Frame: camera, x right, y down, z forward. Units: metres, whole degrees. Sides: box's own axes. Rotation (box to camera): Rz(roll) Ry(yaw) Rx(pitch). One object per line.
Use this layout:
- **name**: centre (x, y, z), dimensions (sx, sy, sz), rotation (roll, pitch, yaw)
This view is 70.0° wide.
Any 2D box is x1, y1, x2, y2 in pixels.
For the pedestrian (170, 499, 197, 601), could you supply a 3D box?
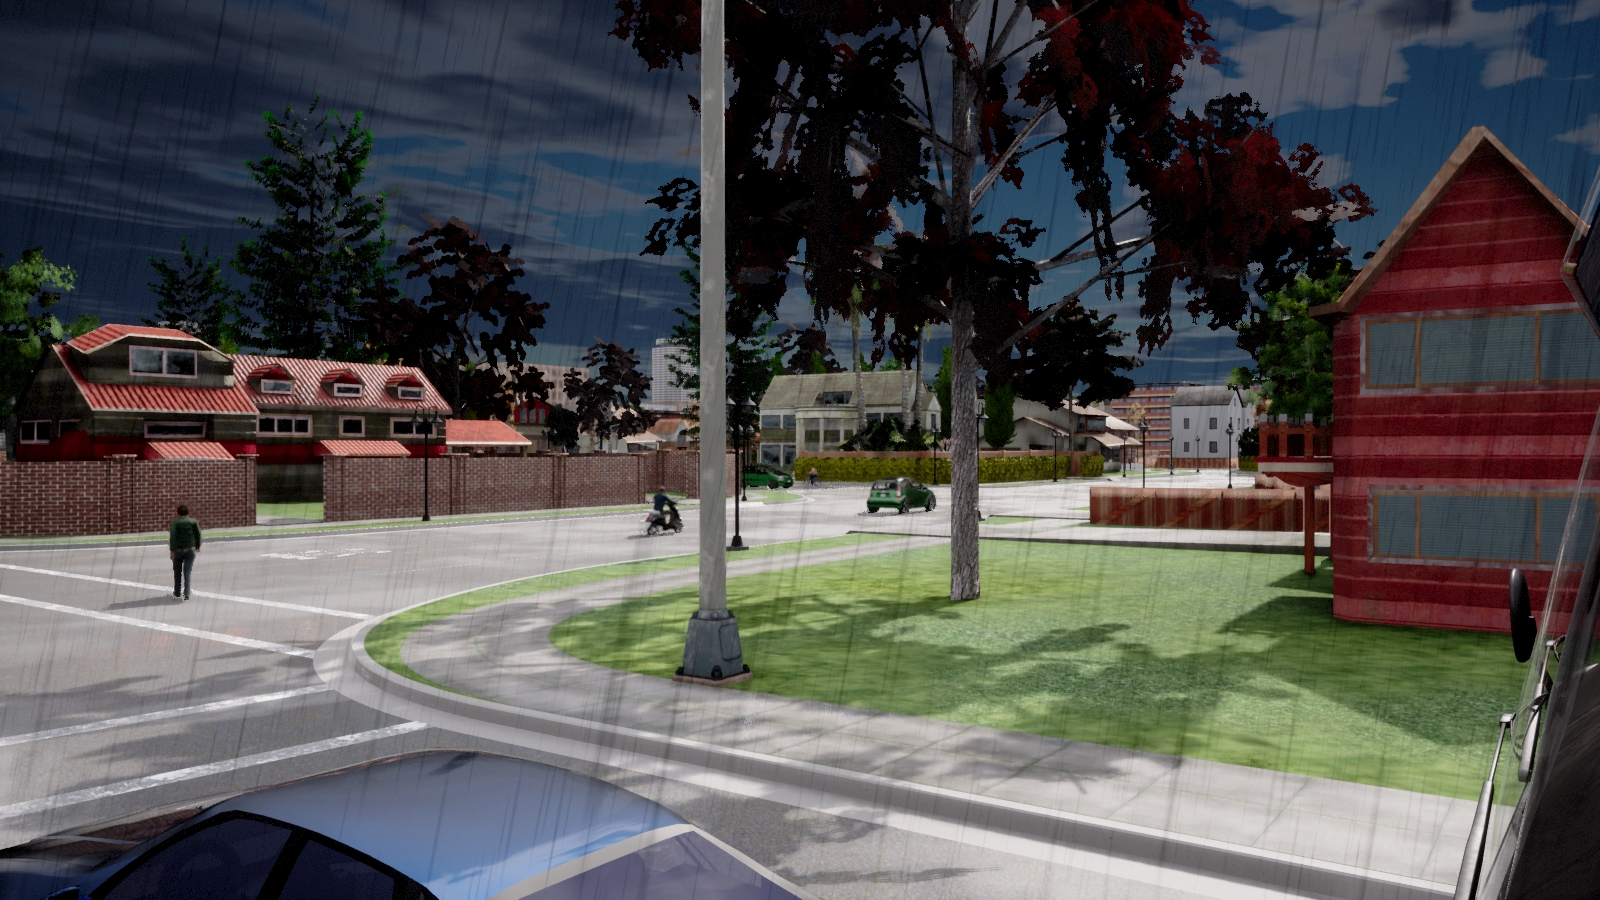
- **pedestrian**: centre (-11.463, 1.848, 21.243), dimensions (0.375, 1.860, 0.375), rotation (0, 0, -38)

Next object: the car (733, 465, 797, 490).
- **car**: centre (-2.379, 1.845, 77.456), dimensions (3.988, 1.617, 1.851), rotation (0, 0, 34)

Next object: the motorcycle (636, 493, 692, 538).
- **motorcycle**: centre (-4.444, 2.129, 37.358), dimensions (0.856, 1.341, 1.805), rotation (0, 0, 34)

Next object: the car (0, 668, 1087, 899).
- **car**: centre (-1.713, 2.106, 4.943), dimensions (5.357, 1.411, 2.033), rotation (0, 0, 36)

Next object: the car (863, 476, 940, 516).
- **car**: centre (4.579, 1.999, 51.049), dimensions (1.851, 1.617, 3.988), rotation (0, 0, 32)
